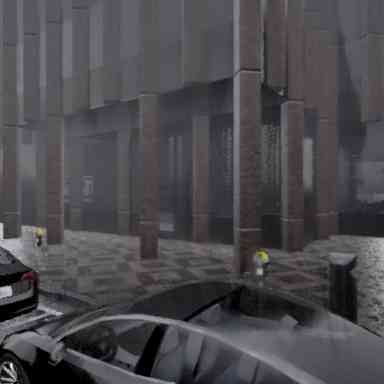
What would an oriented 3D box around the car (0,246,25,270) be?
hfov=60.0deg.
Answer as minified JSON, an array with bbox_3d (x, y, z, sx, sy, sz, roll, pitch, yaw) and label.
[{"bbox_3d":[-4.683,1.641,6.419,4.313,1.339,1.947,-1,0,36],"label":"car"}]

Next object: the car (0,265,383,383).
[{"bbox_3d":[-0.108,1.584,3.149,4.313,1.339,1.947,-1,0,36],"label":"car"}]
